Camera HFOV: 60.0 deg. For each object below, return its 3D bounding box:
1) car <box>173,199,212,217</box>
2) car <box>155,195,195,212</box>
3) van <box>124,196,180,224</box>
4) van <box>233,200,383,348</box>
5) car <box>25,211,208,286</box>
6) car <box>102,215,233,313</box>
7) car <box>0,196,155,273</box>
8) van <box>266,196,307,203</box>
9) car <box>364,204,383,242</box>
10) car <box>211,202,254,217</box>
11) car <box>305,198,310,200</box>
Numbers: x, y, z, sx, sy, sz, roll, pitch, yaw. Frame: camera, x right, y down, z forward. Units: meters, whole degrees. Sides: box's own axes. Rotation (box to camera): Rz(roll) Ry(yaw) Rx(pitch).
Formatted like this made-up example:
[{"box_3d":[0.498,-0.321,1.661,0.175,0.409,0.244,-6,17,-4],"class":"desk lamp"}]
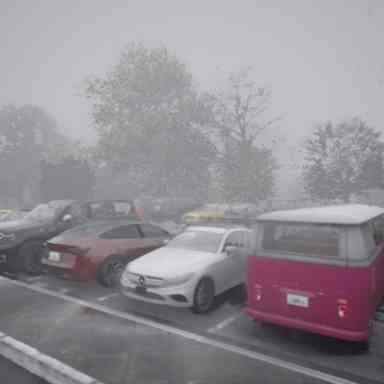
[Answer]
[{"box_3d":[1.317,1.512,23.174,1.946,1.575,5.366,0,0,36],"class":"car"},{"box_3d":[-0.813,1.276,24.957,2.435,2.045,5.566,-1,0,36],"class":"car"},{"box_3d":[-3.113,1.324,26.712,1.878,1.987,4.442,-1,0,36],"class":"van"},{"box_3d":[2.742,1.263,6.448,1.878,1.987,4.442,0,0,36],"class":"van"},{"box_3d":[-1.825,1.531,9.605,2.163,1.488,4.792,0,0,36],"class":"car"},{"box_3d":[0.418,1.536,7.969,2.002,1.452,4.674,0,0,36],"class":"car"},{"box_3d":[-4.118,1.257,11.173,2.435,2.045,5.566,0,0,36],"class":"car"},{"box_3d":[5.998,1.275,20.199,1.878,1.987,4.442,0,0,36],"class":"van"},{"box_3d":[10.332,1.488,16.951,2.097,1.535,5.008,0,0,36],"class":"car"},{"box_3d":[3.672,1.508,21.710,2.231,1.521,4.892,0,0,36],"class":"car"},{"box_3d":[8.165,1.369,18.468,2.185,1.767,4.553,0,0,36],"class":"car"}]
